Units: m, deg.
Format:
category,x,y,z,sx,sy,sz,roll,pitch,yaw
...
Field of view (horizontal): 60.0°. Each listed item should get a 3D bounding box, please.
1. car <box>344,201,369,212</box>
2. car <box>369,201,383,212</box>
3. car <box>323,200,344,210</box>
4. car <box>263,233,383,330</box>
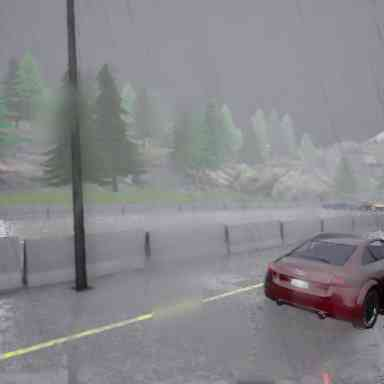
category,x,y,z,sx,sy,sz,roll,pitch,yaw
car,24.284,1.999,47.769,4.892,1.490,1.837,2,-1,-40
car,26.226,1.984,44.833,5.008,1.535,1.882,2,-1,-40
car,21.563,1.932,50.059,5.008,1.535,1.882,2,-1,-40
car,3.404,1.579,7.068,4.181,1.385,1.994,1,0,-40
